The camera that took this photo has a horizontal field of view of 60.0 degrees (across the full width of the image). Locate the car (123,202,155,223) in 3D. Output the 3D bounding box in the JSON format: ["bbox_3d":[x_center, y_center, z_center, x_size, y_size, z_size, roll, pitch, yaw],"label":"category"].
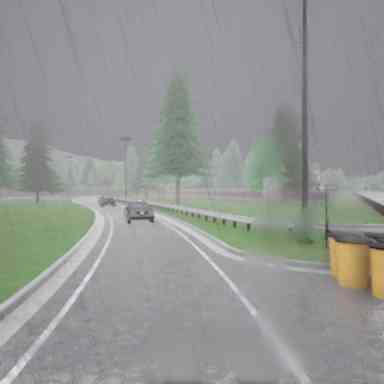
[{"bbox_3d":[-3.906,1.417,24.152,2.033,1.411,5.357,0,0,-15],"label":"car"}]

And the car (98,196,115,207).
[{"bbox_3d":[-11.901,1.273,46.194,1.837,1.490,4.892,0,0,-24],"label":"car"}]
